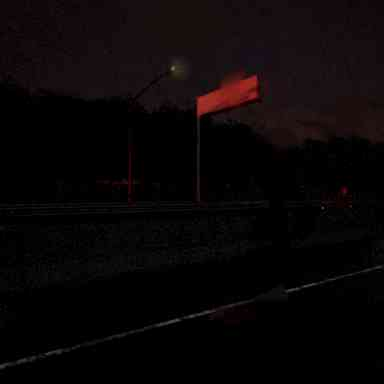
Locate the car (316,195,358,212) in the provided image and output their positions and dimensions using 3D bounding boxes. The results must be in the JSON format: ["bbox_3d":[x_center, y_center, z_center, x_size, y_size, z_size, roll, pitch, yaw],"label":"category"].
[{"bbox_3d":[16.156,1.381,36.963,5.566,2.045,2.150,0,0,-35],"label":"car"}]
